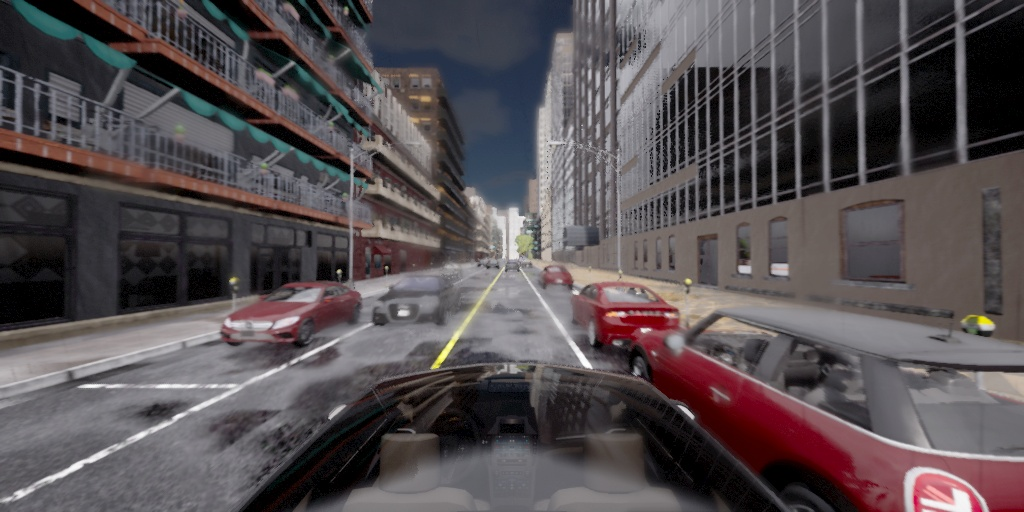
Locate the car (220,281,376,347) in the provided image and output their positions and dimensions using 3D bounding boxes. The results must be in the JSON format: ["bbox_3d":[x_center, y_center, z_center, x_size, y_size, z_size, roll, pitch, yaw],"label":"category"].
[{"bbox_3d":[-5.317,1.335,9.309,1.802,1.307,4.207,0,0,0],"label":"car"}]

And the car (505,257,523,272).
[{"bbox_3d":[0.062,1.258,47.373,2.128,1.511,4.902,0,0,1],"label":"car"}]

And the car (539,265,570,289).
[{"bbox_3d":[2.745,1.284,22.876,1.812,1.442,4.674,0,0,0],"label":"car"}]

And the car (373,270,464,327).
[{"bbox_3d":[-2.852,1.317,11.436,1.994,1.385,4.181,0,0,0],"label":"car"}]

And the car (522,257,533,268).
[{"bbox_3d":[2.553,1.322,59.943,2.007,1.370,4.403,0,0,0],"label":"car"}]

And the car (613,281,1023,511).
[{"bbox_3d":[2.565,1.191,3.418,1.967,1.591,4.097,0,0,0],"label":"car"}]

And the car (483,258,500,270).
[{"bbox_3d":[-2.816,1.247,53.810,1.882,1.535,5.008,0,0,0],"label":"car"}]

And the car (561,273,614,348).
[{"bbox_3d":[2.564,1.298,9.071,1.888,1.381,4.507,0,0,0],"label":"car"}]

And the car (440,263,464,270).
[{"bbox_3d":[-5.322,1.311,31.895,2.007,1.370,4.403,0,0,0],"label":"car"}]
